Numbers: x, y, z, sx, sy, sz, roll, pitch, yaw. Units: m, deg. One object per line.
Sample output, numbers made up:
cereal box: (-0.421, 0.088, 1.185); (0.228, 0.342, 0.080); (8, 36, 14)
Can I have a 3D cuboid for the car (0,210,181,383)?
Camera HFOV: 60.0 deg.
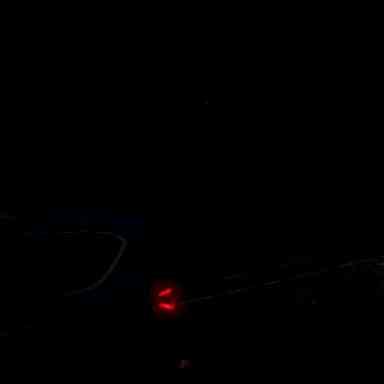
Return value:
car: (-2.702, 1.222, 2.536); (5.566, 2.045, 2.150); (0, 0, -37)
